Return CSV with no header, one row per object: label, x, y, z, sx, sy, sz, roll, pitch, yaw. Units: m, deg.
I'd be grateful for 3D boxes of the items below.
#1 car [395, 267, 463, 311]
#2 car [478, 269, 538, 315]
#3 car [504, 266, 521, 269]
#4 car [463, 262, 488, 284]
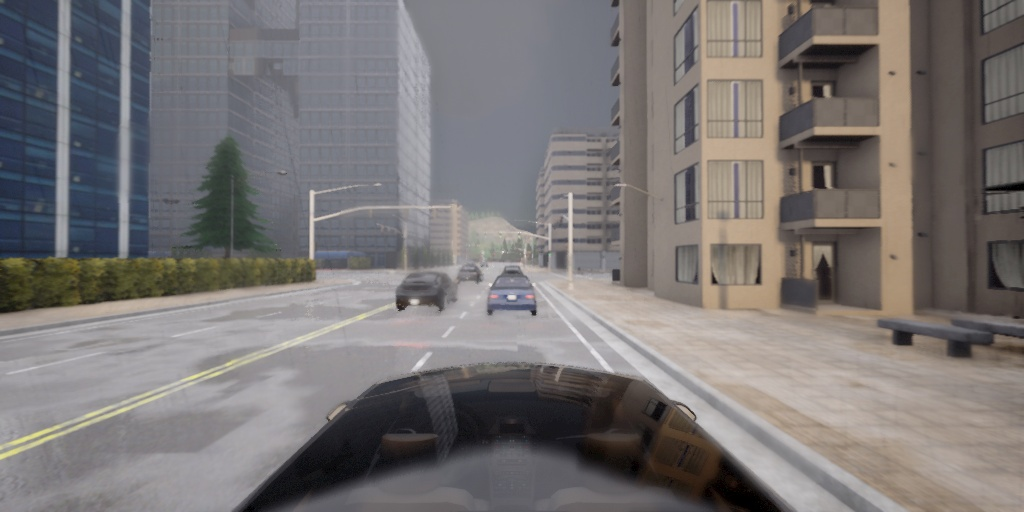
car,-3.476,1.405,15.336,1.837,1.490,4.892,0,0,0
car,0.015,1.435,14.346,2.033,1.411,5.357,0,-1,0
car,0.037,1.568,30.338,1.837,1.490,4.892,0,0,1
car,-3.463,1.554,30.333,2.128,1.511,4.902,0,0,1
